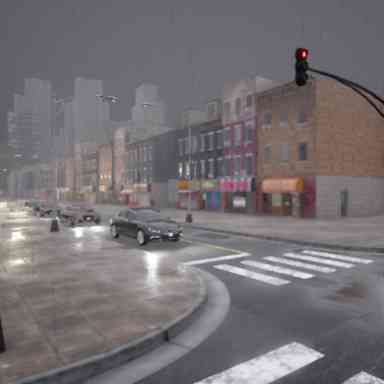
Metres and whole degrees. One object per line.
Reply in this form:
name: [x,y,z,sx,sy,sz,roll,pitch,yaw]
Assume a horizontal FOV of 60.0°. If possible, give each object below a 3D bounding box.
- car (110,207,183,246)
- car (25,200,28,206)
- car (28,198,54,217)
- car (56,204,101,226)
car: [-2.276,1.517,15.683,1.837,1.490,4.892,0,0,-36]
car: [-25.213,1.641,53.008,1.994,1.385,4.181,0,0,-35]
car: [-14.062,1.588,32.261,2.033,1.411,5.357,0,0,-35]
car: [-8.018,1.588,23.747,1.994,1.385,4.181,0,0,-35]
